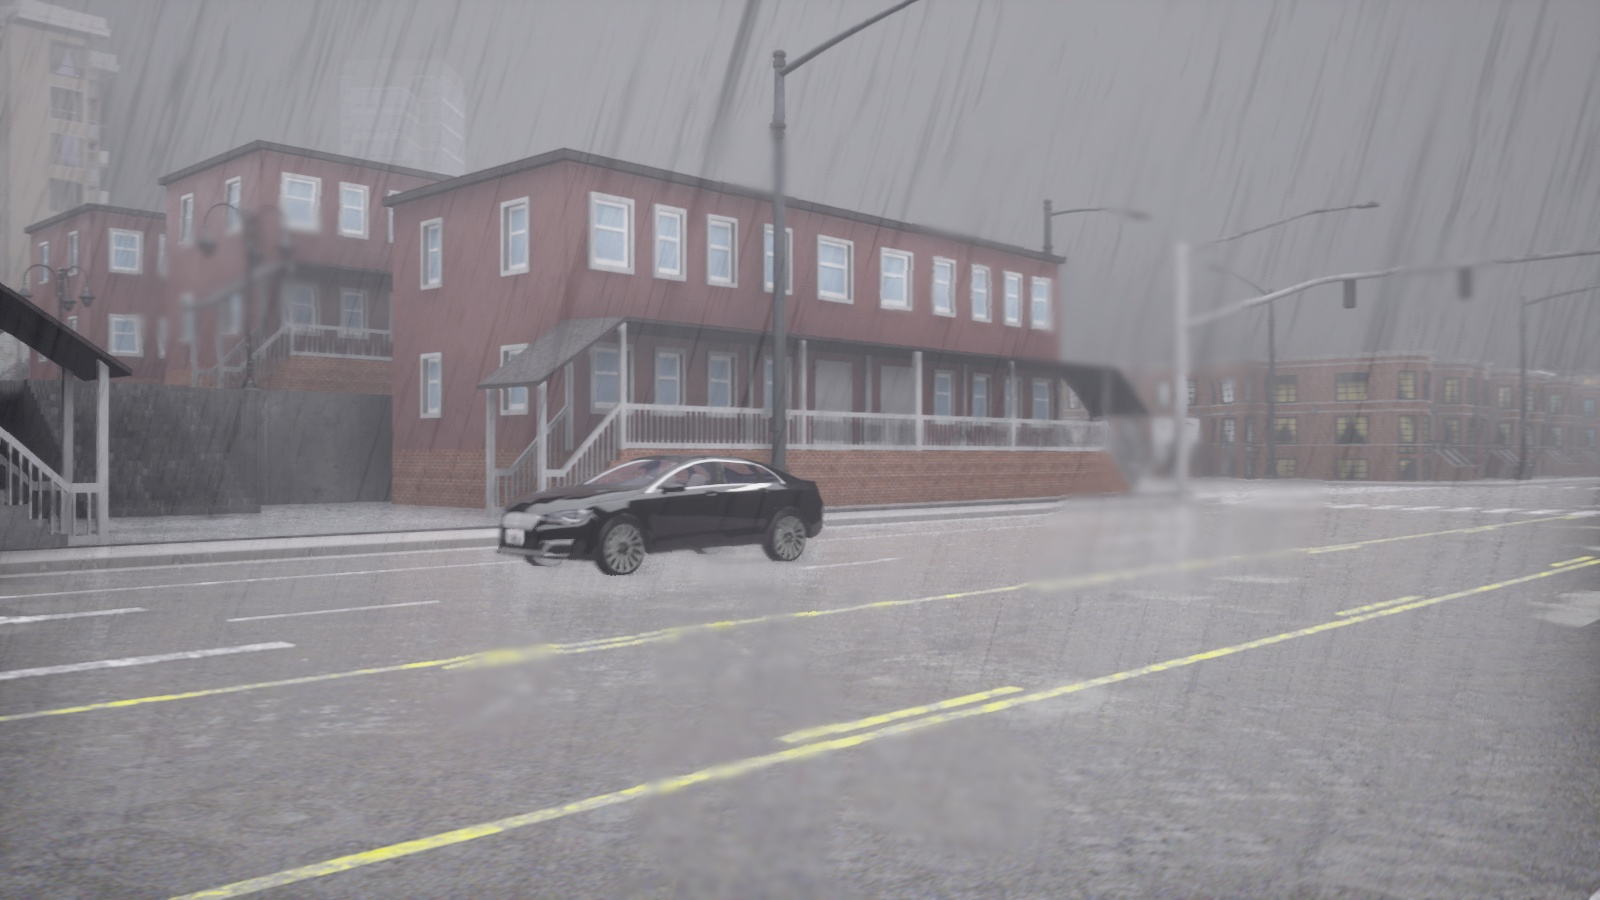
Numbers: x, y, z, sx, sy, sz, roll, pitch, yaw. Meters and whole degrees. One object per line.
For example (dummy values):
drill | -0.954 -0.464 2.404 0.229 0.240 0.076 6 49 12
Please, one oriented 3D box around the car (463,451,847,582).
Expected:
car | -1.815 0.780 17.019 2.128 1.511 4.902 0 0 45
